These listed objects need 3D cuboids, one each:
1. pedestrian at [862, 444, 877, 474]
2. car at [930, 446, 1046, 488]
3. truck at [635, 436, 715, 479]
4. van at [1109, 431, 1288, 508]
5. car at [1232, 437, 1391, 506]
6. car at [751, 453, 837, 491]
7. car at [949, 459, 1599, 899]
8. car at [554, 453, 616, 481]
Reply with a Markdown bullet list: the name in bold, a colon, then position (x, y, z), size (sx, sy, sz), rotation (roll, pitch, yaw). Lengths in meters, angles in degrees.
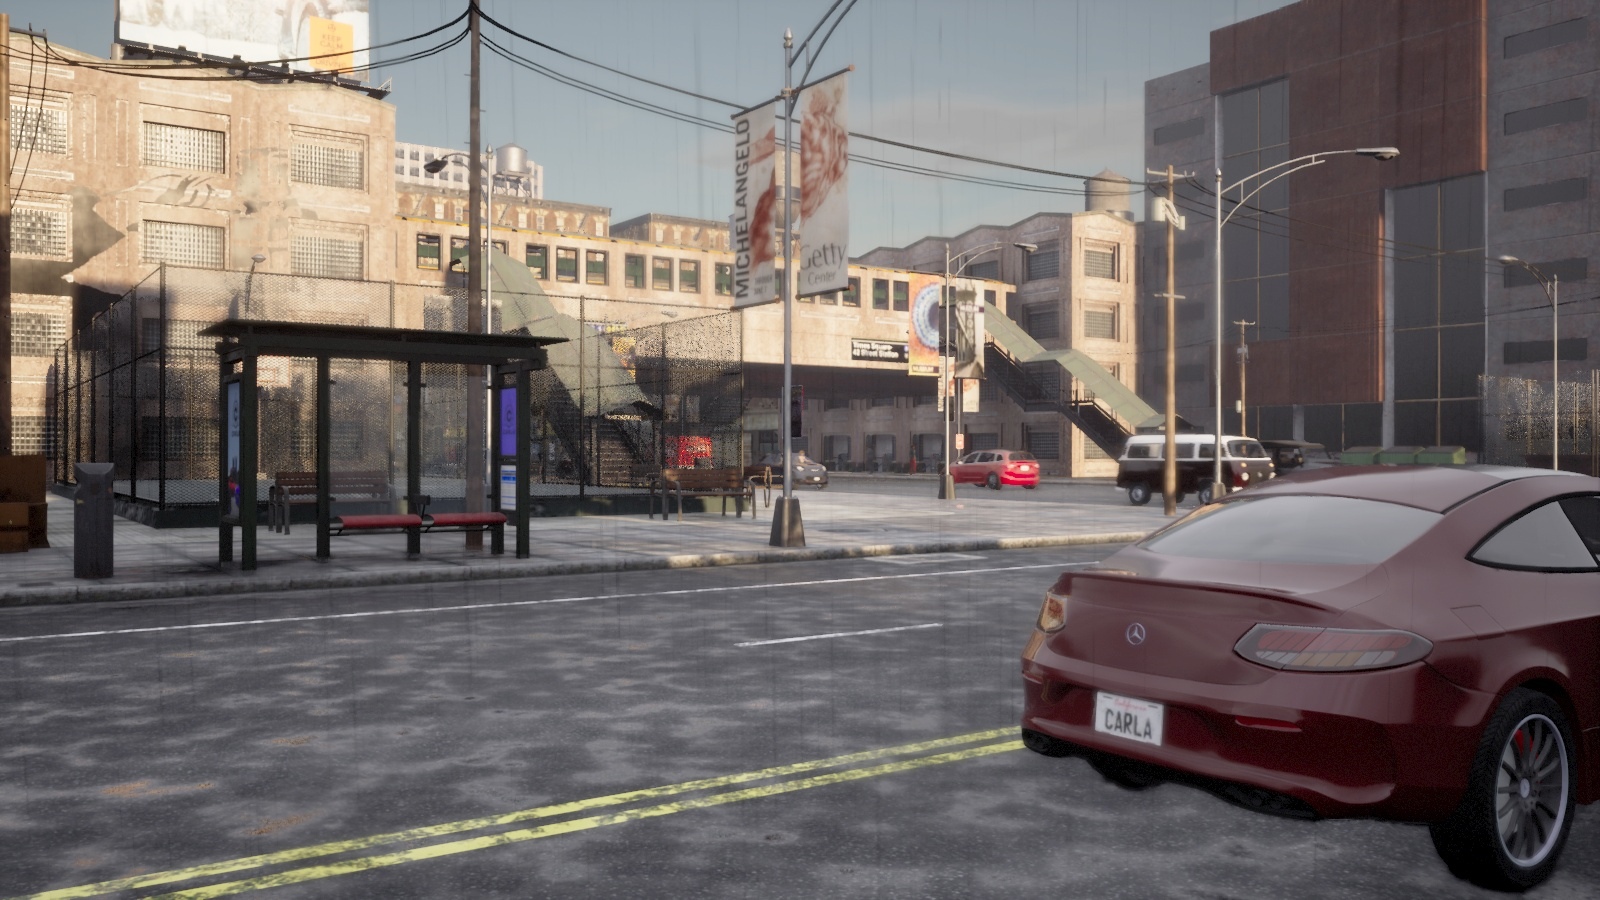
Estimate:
- **pedestrian**: position (4.300, 0.577, 77.578), size (0.694, 1.848, 0.540), rotation (0, 0, 38)
- **car**: position (7.839, 0.698, 52.725), size (2.242, 1.667, 4.611), rotation (0, 0, -34)
- **truck**: position (-7.576, 0.454, 75.447), size (2.627, 2.467, 5.204), rotation (0, 0, -34)
- **van**: position (11.158, 0.532, 35.484), size (2.069, 2.038, 4.480), rotation (0, -1, -34)
- **car**: position (14.763, 0.595, 36.413), size (1.905, 1.878, 3.866), rotation (0, 0, -34)
- **car**: position (-0.286, 0.884, 52.202), size (1.845, 1.501, 3.633), rotation (0, 0, -34)
- **car**: position (3.046, 0.778, 5.767), size (4.674, 1.442, 1.812), rotation (0, 0, -35)
- **car**: position (-11.873, 0.902, 69.291), size (1.970, 1.475, 3.806), rotation (0, 0, -34)
